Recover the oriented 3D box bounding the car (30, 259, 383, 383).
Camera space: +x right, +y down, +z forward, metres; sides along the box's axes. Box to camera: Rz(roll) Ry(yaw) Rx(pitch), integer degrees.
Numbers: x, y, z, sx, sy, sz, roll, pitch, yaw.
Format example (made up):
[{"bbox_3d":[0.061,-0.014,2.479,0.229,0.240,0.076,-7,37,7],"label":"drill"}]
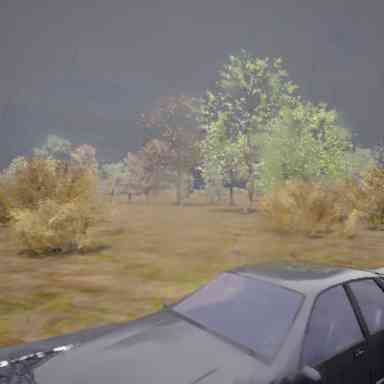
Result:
[{"bbox_3d":[1.106,1.580,3.802,5.357,1.411,2.033,1,0,-37],"label":"car"}]
